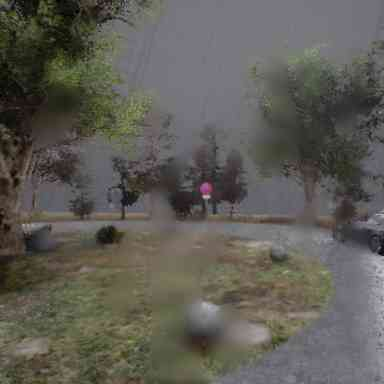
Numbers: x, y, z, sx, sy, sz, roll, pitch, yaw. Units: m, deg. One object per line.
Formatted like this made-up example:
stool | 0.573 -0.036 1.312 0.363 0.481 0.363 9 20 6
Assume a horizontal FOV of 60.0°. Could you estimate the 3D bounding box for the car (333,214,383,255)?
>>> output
car | 7.623 1.608 13.700 1.812 1.442 4.674 0 -1 -4
